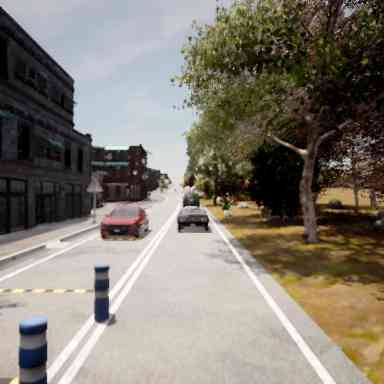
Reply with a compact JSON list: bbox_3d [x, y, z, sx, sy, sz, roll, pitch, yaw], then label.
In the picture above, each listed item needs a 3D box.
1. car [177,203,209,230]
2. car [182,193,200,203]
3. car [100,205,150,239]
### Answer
[{"bbox_3d":[0.050,1.594,21.167,1.895,1.301,4.718,0,0,0],"label":"car"},{"bbox_3d":[-0.120,1.176,42.635,2.150,2.045,5.566,0,0,-1],"label":"car"},{"bbox_3d":[-3.381,1.468,17.445,1.882,1.535,5.008,0,0,0],"label":"car"}]
